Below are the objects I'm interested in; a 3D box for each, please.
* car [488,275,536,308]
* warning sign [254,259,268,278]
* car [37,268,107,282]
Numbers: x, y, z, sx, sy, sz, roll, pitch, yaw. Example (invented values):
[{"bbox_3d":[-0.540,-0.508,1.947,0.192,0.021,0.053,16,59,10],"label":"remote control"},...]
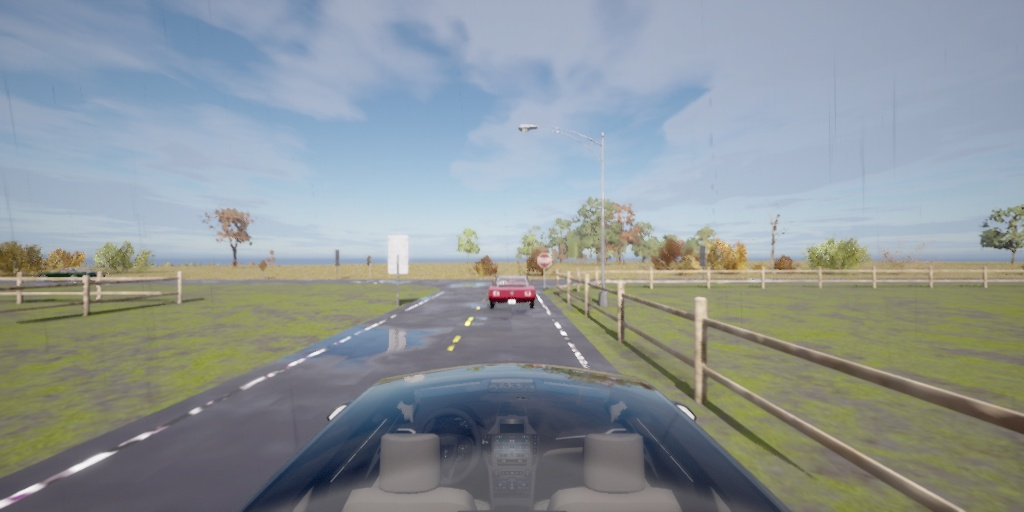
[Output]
[{"bbox_3d":[0.006,1.486,15.962,1.895,1.301,4.718,0,-1,0],"label":"car"},{"bbox_3d":[-25.376,1.260,36.501,1.060,1.860,1.300,0,0,0],"label":"warning sign"},{"bbox_3d":[-41.962,1.775,34.194,4.718,1.301,1.895,0,-1,1],"label":"car"}]
